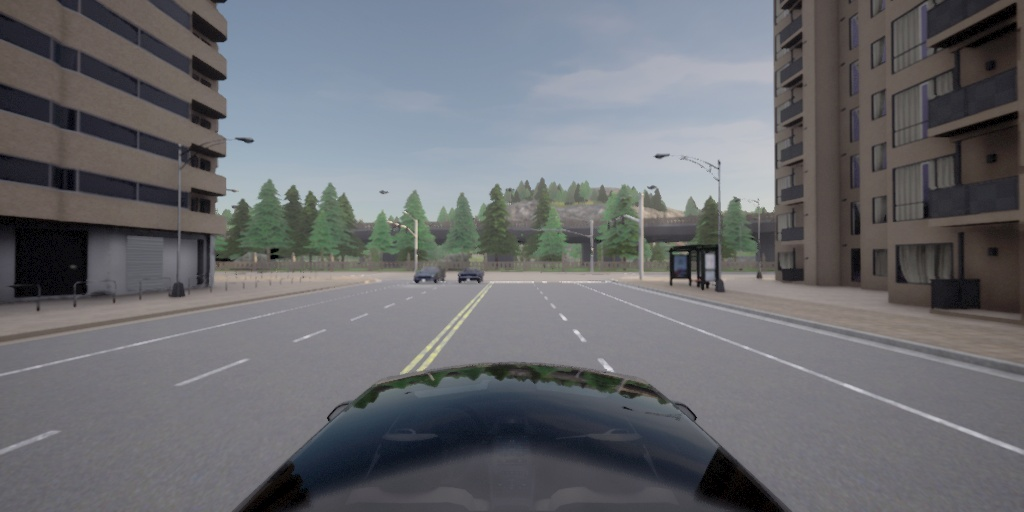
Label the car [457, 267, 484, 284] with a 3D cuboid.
[{"bbox_3d":[-3.489,1.629,30.894,1.895,1.301,4.718,0,-1,0],"label":"car"}]

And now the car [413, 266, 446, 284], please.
[{"bbox_3d":[-6.988,1.576,31.018,2.033,1.411,5.357,0,-1,0],"label":"car"}]
